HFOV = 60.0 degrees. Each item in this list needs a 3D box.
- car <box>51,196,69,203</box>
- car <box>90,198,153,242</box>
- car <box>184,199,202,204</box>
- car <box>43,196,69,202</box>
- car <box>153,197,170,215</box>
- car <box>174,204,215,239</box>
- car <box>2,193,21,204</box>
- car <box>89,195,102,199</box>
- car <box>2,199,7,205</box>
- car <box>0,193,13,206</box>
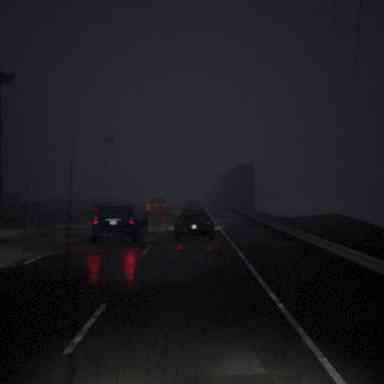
[{"bbox_3d":[-27.671,1.575,69.785,1.895,1.301,4.718,0,0,1],"label":"car"},{"bbox_3d":[-3.400,1.347,16.494,2.097,1.767,4.553,0,0,0],"label":"car"},{"bbox_3d":[0.107,1.514,36.384,1.812,1.442,4.674,0,0,0],"label":"car"},{"bbox_3d":[-21.043,1.533,50.834,2.033,1.411,5.357,0,0,1],"label":"car"},{"bbox_3d":[-3.401,1.341,34.285,2.097,1.767,4.553,0,0,0],"label":"car"},{"bbox_3d":[0.100,1.558,17.202,1.994,1.385,4.181,0,0,0],"label":"car"},{"bbox_3d":[-24.563,1.209,43.450,2.150,2.045,5.566,0,0,0],"label":"car"},{"bbox_3d":[-23.877,1.481,82.671,2.033,1.411,5.357,0,0,1],"label":"car"},{"bbox_3d":[-10.400,1.348,14.315,2.097,1.767,4.553,0,0,0],"label":"car"},{"bbox_3d":[-31.503,1.207,53.711,2.150,2.045,5.566,0,0,1],"label":"car"}]
